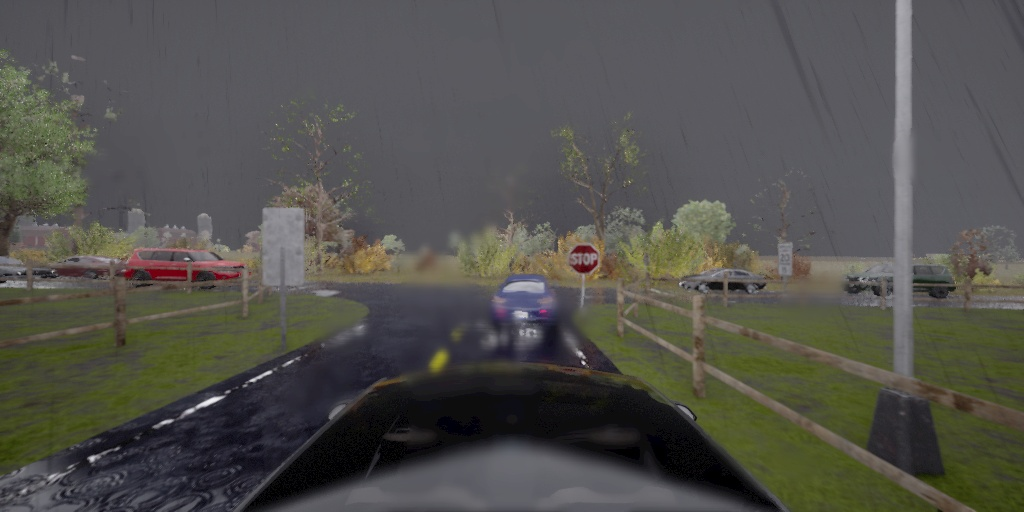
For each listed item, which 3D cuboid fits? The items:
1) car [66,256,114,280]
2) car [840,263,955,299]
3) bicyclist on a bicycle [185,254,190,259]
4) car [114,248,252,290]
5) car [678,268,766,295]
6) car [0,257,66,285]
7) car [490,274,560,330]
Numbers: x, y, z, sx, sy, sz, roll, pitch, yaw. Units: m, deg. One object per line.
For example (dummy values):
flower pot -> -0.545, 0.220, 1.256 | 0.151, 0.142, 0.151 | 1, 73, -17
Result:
car -> -26.161, 0.697, 22.038 | 4.674, 1.442, 1.812 | 1, 1, 0
car -> 23.547, 1.462, 21.995 | 5.566, 2.045, 2.150 | 1, 1, 0
bicyclist on a bicycle -> -22.598, 0.679, 25.063 | 0.582, 1.620, 1.656 | 1, 0, 0
car -> -17.081, 0.632, 19.061 | 5.566, 2.045, 2.150 | 1, 1, 0
car -> 12.794, 1.503, 22.002 | 4.902, 1.511, 2.128 | 1, 1, 0
car -> -27.848, 0.723, 19.080 | 5.357, 1.411, 2.033 | 1, 1, 0
car -> 0.484, 1.265, 10.989 | 1.812, 1.442, 4.674 | 0, 0, 6
